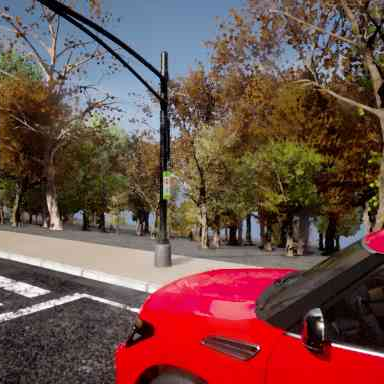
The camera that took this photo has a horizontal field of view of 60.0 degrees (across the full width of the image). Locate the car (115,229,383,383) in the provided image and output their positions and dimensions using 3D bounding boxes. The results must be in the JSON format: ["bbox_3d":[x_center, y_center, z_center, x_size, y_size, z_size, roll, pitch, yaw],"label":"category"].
[{"bbox_3d":[1.976,1.221,2.304,5.566,2.045,2.150,0,0,34],"label":"car"}]
